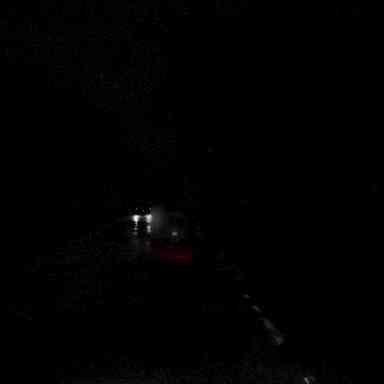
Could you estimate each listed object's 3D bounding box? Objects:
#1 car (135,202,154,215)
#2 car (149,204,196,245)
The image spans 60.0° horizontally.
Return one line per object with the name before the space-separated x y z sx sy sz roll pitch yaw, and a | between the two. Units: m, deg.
car | -5.641 1.930 39.685 1.837 1.490 4.892 0 -1 -4
car | -0.874 1.585 16.186 1.882 1.535 5.008 0 0 -4
